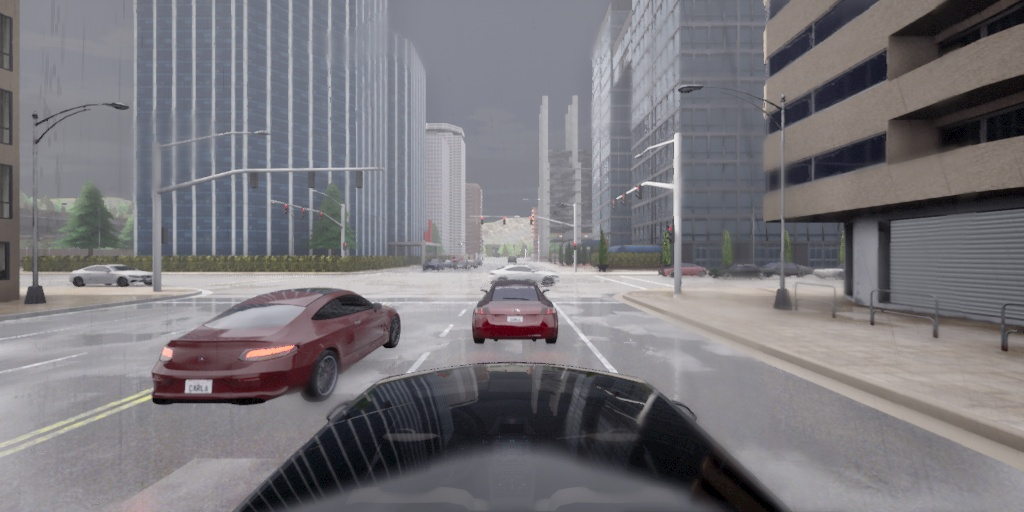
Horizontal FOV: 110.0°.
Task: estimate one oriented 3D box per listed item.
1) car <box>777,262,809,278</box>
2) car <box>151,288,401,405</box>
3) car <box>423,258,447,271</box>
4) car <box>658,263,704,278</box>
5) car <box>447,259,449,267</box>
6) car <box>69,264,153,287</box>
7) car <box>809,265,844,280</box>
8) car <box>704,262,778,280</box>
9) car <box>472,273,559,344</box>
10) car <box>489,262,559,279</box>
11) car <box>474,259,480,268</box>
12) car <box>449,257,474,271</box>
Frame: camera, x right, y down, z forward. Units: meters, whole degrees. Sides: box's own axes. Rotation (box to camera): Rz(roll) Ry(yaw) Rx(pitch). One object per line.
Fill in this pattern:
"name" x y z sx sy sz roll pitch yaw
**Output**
"car" 25.394 1.307 33.918 5.357 1.411 2.033 0 0 1
"car" -3.440 1.277 6.258 1.812 1.442 4.674 0 0 0
"car" -10.560 1.117 48.341 2.097 1.767 4.553 0 0 0
"car" 16.158 1.324 34.019 4.181 1.385 1.994 0 0 1
"car" -10.549 1.293 58.157 1.812 1.442 4.674 0 0 1
"car" -26.438 1.283 23.793 4.674 1.442 1.812 0 0 1
"car" 28.549 1.360 30.382 4.718 1.301 1.895 0 0 1
"car" 19.380 1.360 30.481 4.718 1.301 1.895 0 0 1
"car" 0.081 1.316 9.646 1.994 1.385 4.181 0 0 0
"car" 0.748 1.282 23.481 4.674 1.442 1.812 0 0 1
"car" -7.038 1.294 60.820 1.812 1.442 4.674 0 0 1
"car" -7.055 1.257 50.866 2.128 1.511 4.902 0 0 0
